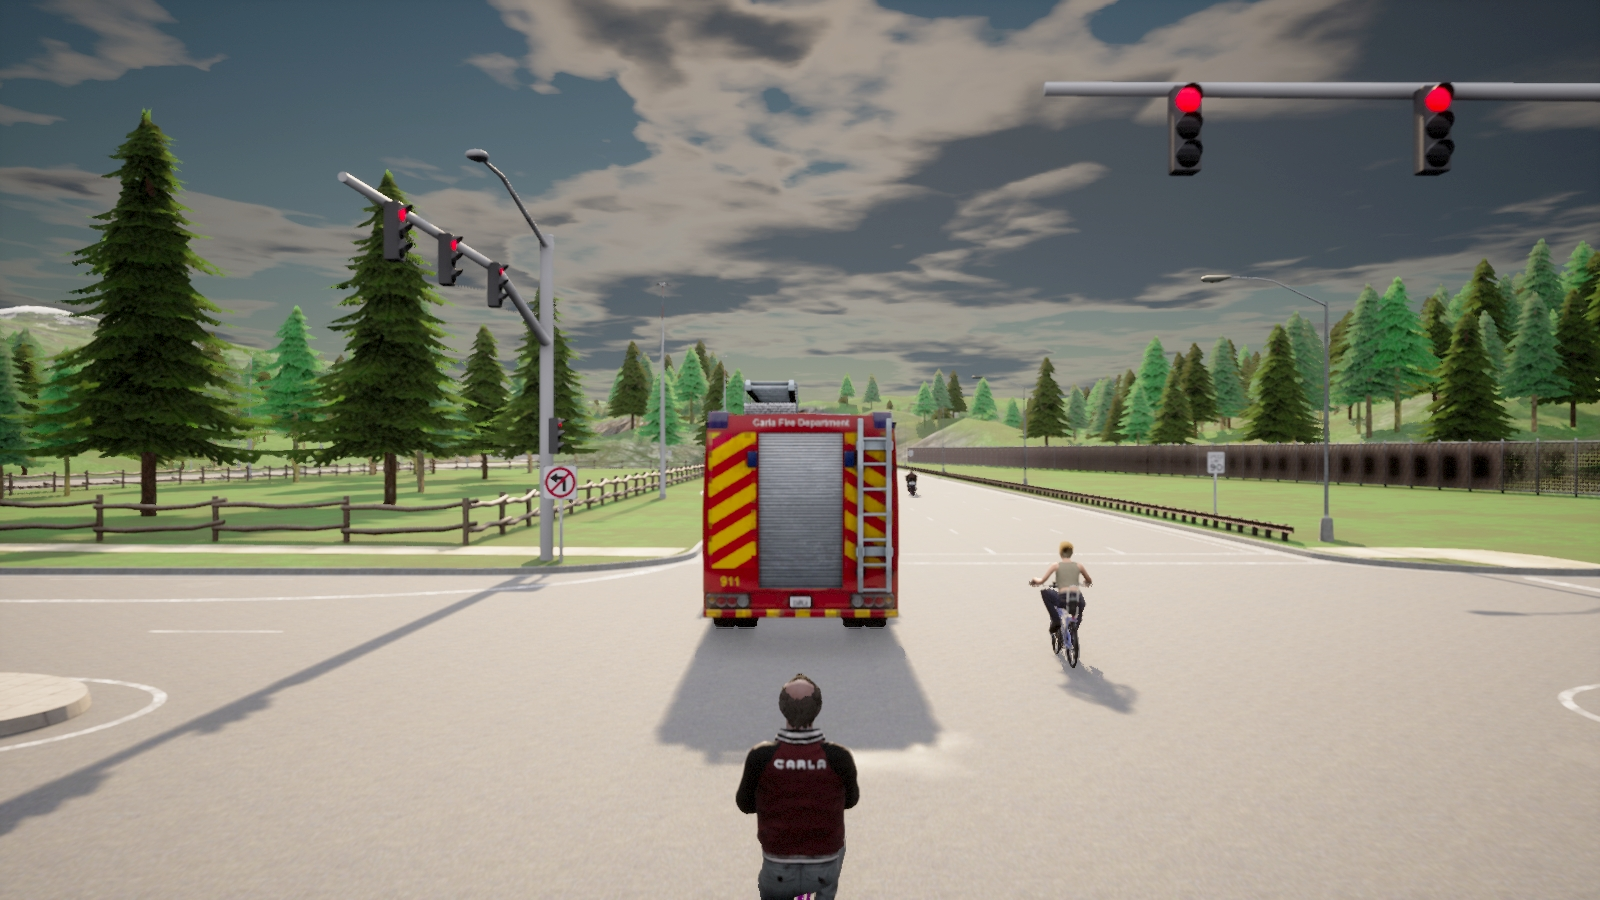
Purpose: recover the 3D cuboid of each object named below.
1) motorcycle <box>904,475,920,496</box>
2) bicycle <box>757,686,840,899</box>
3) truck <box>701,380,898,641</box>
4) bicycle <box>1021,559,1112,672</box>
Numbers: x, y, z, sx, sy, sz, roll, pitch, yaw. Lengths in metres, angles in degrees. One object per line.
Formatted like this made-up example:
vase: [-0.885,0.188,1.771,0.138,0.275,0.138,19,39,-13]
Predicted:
motorcycle: [6.928,2.181,70.866,0.867,1.251,2.209,-1,0,2]
bicycle: [-0.005,2.058,5.468,0.329,1.471,1.835,0,0,0]
truck: [-0.002,0.883,20.985,2.891,3.827,8.468,0,0,0]
bicycle: [3.488,2.152,15.090,0.859,1.277,1.487,0,0,0]
